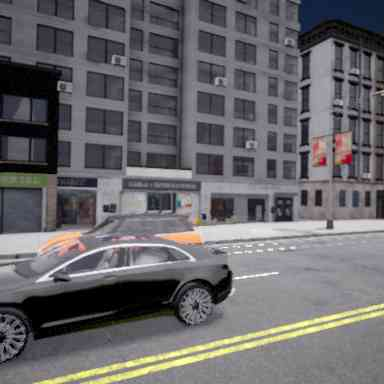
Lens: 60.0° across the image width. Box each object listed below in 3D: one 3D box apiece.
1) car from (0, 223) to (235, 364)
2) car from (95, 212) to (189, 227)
[{"bbox_3d":[-1.582,1.520,5.795,4.902,1.511,2.128,0,0,-27],"label":"car"},{"bbox_3d":[-1.876,1.400,9.287,4.553,1.767,2.097,0,0,-27],"label":"car"}]
